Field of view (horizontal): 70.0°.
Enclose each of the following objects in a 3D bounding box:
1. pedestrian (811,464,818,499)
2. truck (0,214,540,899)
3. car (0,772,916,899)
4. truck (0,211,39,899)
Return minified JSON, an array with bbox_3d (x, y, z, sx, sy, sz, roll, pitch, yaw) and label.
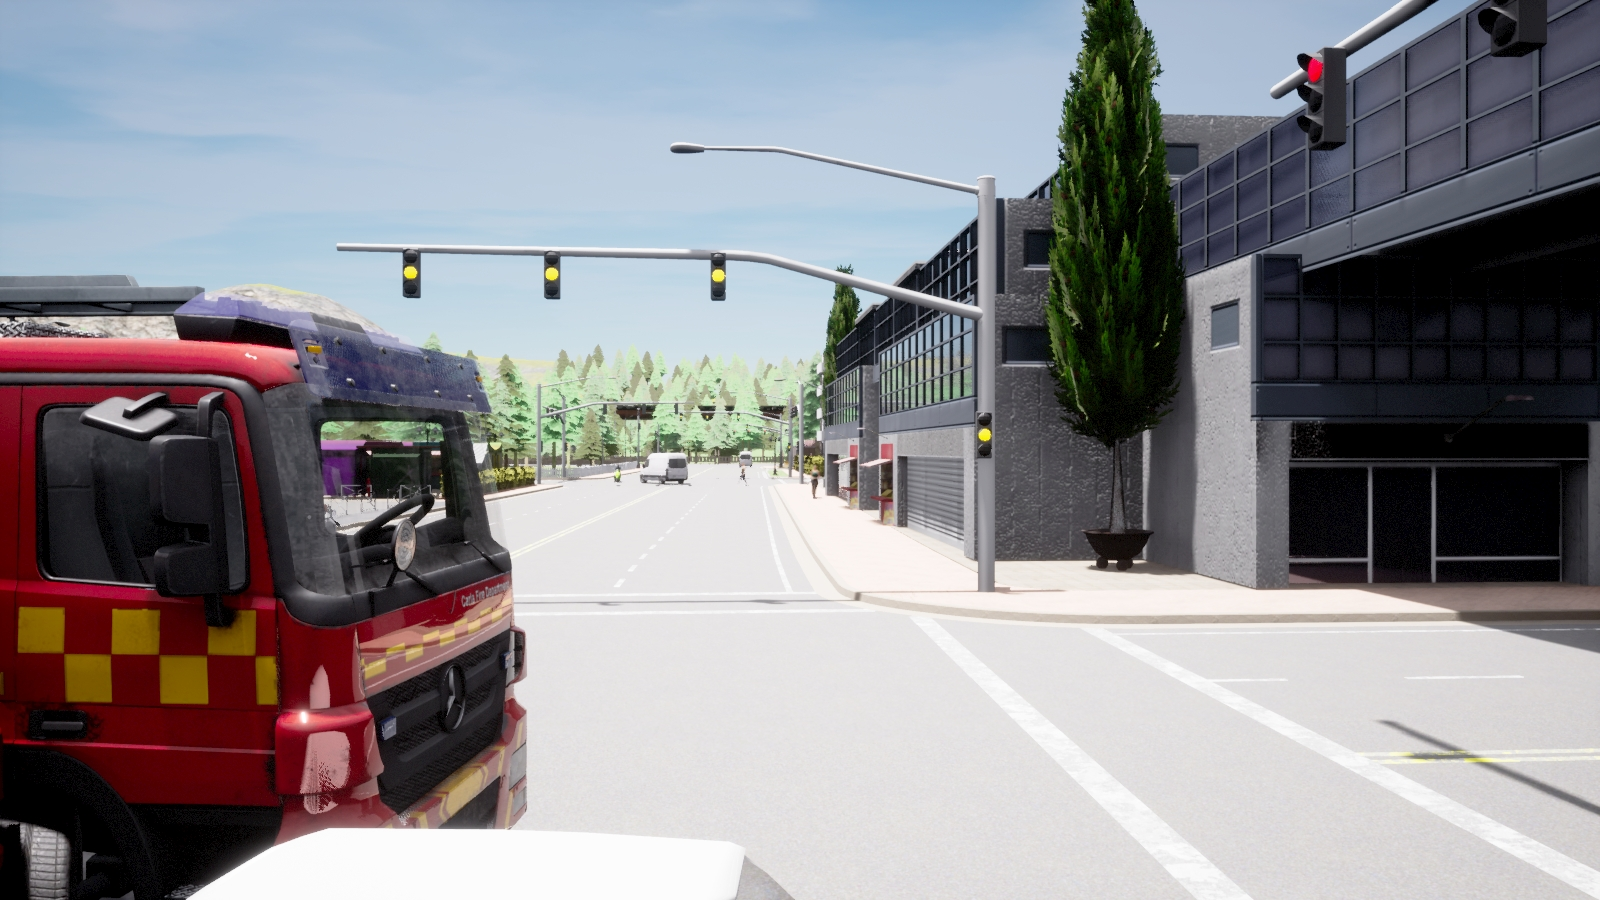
[{"bbox_3d":[0.791,1.696,61.550,0.375,1.860,0.375,0,0,0],"label":"pedestrian"},{"bbox_3d":[-6.102,0.890,6.659,8.468,3.827,2.891,0,0,4],"label":"truck"},{"bbox_3d":[-1.549,2.065,3.579,3.806,1.475,1.970,0,0,5],"label":"car"},{"bbox_3d":[-7.587,0.890,3.490,8.468,3.827,2.891,0,0,-3],"label":"truck"}]
